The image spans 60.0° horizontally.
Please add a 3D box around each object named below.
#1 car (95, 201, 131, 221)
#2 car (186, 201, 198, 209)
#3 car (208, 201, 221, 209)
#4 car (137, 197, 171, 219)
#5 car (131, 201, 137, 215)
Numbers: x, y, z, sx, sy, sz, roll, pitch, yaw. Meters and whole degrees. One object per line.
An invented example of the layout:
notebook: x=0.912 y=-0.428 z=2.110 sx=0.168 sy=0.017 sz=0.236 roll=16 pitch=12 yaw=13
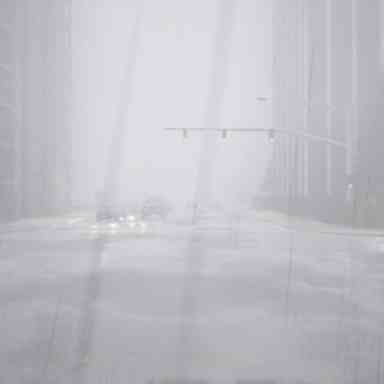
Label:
car: x=-7.099 y=1.713 z=29.580 sx=1.882 sy=1.535 sz=5.008 roll=0 pitch=0 yaw=0
car: x=0.000 y=2.027 z=53.859 sx=1.895 sy=1.301 sz=4.718 roll=0 pitch=0 yaw=0
car: x=3.500 y=2.023 z=53.319 sx=1.895 sy=1.301 sz=4.718 roll=0 pitch=0 yaw=0
car: x=-3.599 y=1.481 z=32.673 sx=2.150 sy=2.045 sz=5.566 roll=0 pitch=0 yaw=0
car: x=-7.087 y=1.801 z=39.067 sx=2.128 sy=1.511 sz=4.902 roll=0 pitch=0 yaw=0
